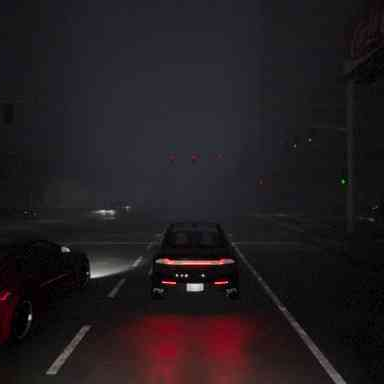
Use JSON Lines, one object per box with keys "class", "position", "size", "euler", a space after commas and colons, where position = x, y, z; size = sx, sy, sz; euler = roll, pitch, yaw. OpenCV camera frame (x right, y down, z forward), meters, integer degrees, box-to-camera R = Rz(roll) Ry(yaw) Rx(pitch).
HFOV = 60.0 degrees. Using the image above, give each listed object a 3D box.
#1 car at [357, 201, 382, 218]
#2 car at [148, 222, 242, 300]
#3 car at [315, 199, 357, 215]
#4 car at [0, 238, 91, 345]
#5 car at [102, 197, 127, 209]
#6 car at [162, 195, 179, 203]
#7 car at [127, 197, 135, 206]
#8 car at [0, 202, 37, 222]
{"class": "car", "position": [17.704, 1.352, 29.537], "size": [4.553, 1.767, 2.097], "euler": [0, 0, 0]}
{"class": "car", "position": [0.068, 1.492, 8.372], "size": [2.128, 1.511, 4.902], "euler": [0, 0, 0]}
{"class": "car", "position": [14.807, 1.491, 33.024], "size": [4.902, 1.511, 2.128], "euler": [0, 0, 0]}
{"class": "car", "position": [-3.442, 1.564, 6.395], "size": [1.994, 1.385, 4.181], "euler": [0, 0, 0]}
{"class": "car", "position": [-10.588, 1.491, 44.369], "size": [2.128, 1.511, 4.902], "euler": [0, 0, 0]}
{"class": "car", "position": [-4.599, 1.326, 70.581], "size": [2.097, 1.767, 4.553], "euler": [0, 0, -27]}
{"class": "car", "position": [-10.574, 1.547, 54.112], "size": [2.033, 1.411, 5.357], "euler": [0, 0, 0]}
{"class": "car", "position": [-14.536, 1.507, 25.655], "size": [4.892, 1.490, 1.837], "euler": [-1, 0, 0]}
